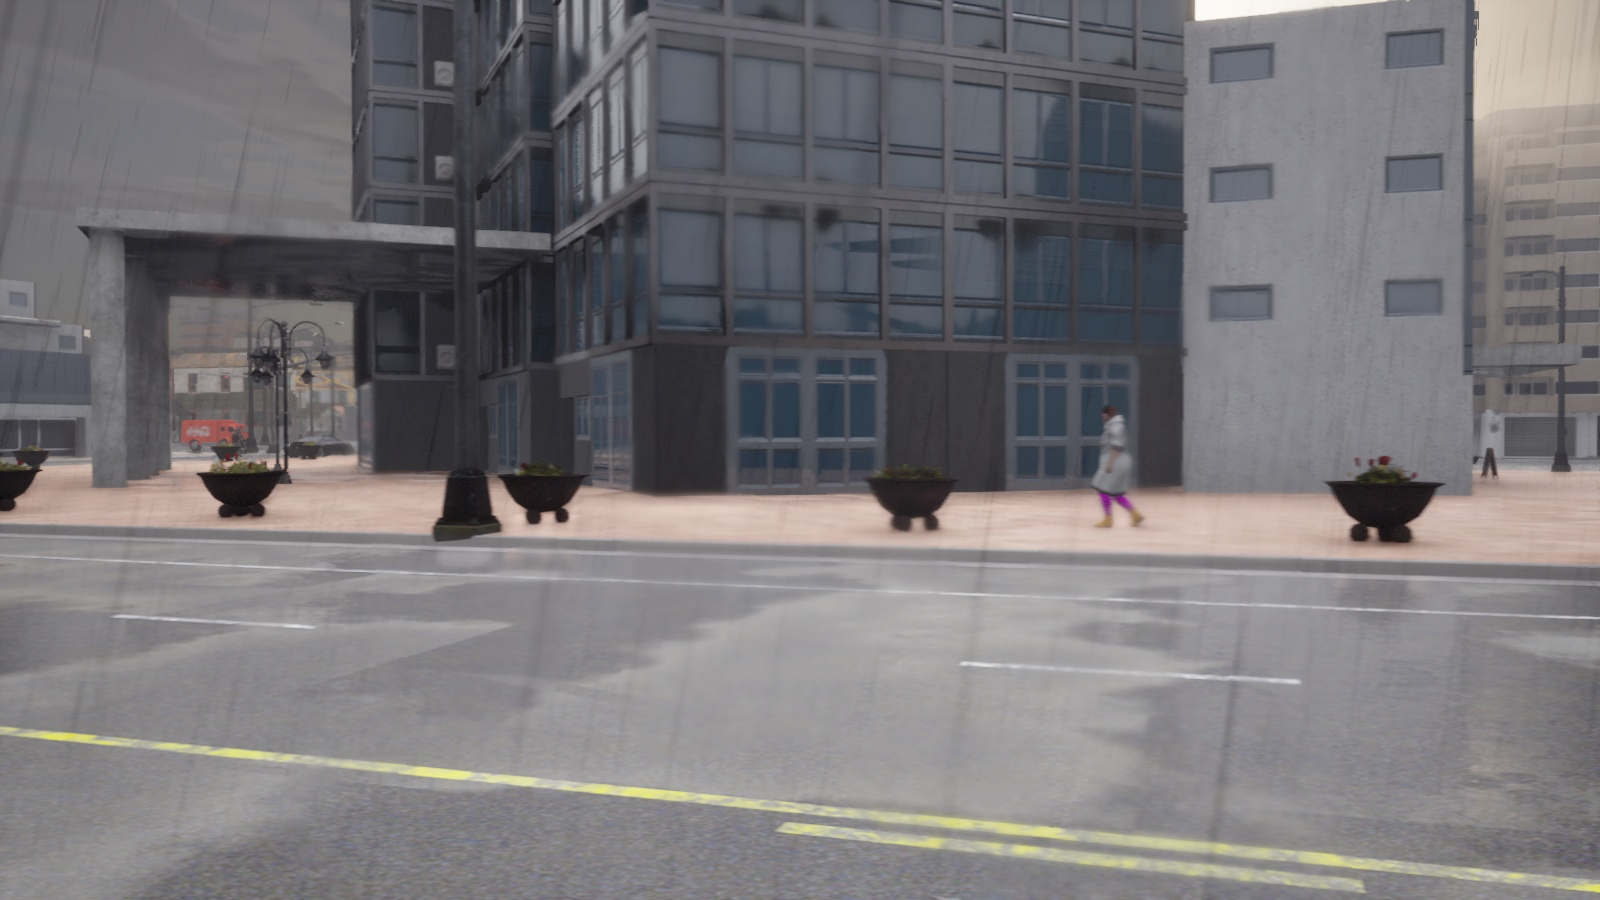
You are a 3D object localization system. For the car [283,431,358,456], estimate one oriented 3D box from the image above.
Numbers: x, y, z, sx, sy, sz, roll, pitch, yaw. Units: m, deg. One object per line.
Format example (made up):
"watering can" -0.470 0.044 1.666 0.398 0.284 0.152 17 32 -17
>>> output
"car" -28.353 -0.407 74.397 1.994 1.385 4.181 1 1 17

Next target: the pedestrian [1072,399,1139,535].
"pedestrian" 4.485 0.234 18.430 0.873 1.952 0.659 1 1 20
